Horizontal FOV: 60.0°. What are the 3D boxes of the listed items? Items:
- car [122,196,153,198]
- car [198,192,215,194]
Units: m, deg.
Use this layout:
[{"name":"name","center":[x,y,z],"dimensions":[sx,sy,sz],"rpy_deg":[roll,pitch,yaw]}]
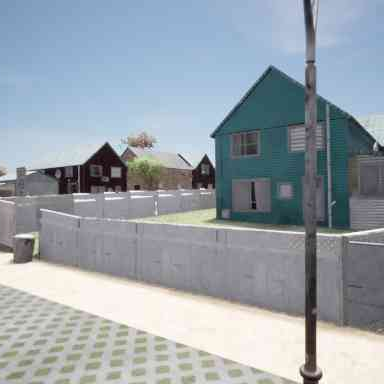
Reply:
[{"name":"car","center":[-5.590,0.735,31.415],"dimensions":[2.097,1.767,4.553],"rpy_deg":[-1,1,35]},{"name":"car","center":[1.668,0.573,41.679],"dimensions":[1.812,1.442,4.674],"rpy_deg":[-1,1,35]}]
